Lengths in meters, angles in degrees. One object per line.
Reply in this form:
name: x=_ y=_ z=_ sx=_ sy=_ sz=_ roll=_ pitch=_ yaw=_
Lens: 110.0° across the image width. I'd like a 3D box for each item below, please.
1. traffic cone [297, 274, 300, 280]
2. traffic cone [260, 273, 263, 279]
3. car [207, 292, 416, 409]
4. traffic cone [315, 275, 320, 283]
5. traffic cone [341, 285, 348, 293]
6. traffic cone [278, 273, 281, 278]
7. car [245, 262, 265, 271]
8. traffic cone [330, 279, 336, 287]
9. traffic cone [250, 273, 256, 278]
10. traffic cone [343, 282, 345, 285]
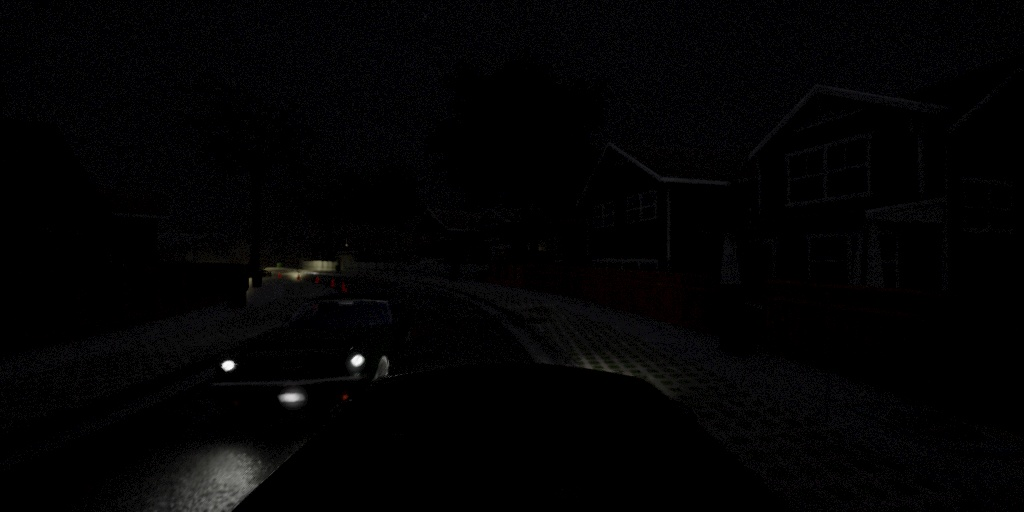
traffic cone: x=-18.920 y=1.862 z=31.790 sx=0.340 sy=0.580 sz=0.340 roll=0 pitch=0 yaw=41
traffic cone: x=-26.476 y=1.896 z=38.339 sx=0.340 sy=0.580 sz=0.340 roll=0 pitch=0 yaw=41
car: x=-2.933 y=1.383 z=6.435 sx=1.895 sy=1.301 sz=4.718 roll=0 pitch=0 yaw=-8
traffic cone: x=-15.472 y=1.846 z=28.526 sx=0.340 sy=0.580 sz=0.340 roll=0 pitch=0 yaw=-43
traffic cone: x=-7.727 y=1.791 z=16.775 sx=0.340 sy=0.580 sz=0.340 roll=0 pitch=0 yaw=-23
traffic cone: x=-22.698 y=1.879 z=35.065 sx=0.340 sy=0.580 sz=0.340 roll=0 pitch=0 yaw=41
car: x=-34.549 y=1.504 z=47.755 sx=4.674 sy=1.442 sz=1.812 roll=0 pitch=0 yaw=39
traffic cone: x=-12.443 y=1.829 z=24.916 sx=0.340 sy=0.580 sz=0.340 roll=0 pitch=0 yaw=-37
traffic cone: x=-30.255 y=1.911 z=41.614 sx=0.340 sy=0.580 sz=0.340 roll=0 pitch=0 yaw=41
traffic cone: x=-9.850 y=1.810 z=20.982 sx=0.340 sy=0.580 sz=0.340 roll=0 pitch=0 yaw=-30
